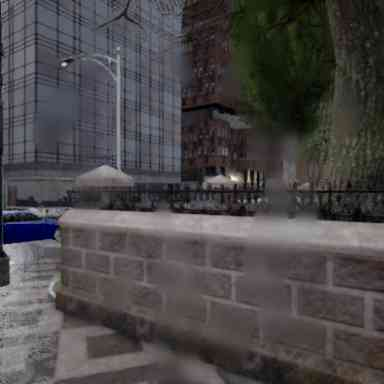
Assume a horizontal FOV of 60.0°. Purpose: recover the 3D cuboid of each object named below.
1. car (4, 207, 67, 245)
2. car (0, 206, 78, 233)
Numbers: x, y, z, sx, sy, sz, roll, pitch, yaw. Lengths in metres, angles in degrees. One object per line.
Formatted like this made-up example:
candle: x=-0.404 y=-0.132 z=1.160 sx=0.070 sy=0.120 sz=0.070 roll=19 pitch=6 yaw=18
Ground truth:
car: x=-7.607 y=1.537 z=14.413 sx=1.882 sy=1.535 sz=5.008 roll=-1 pitch=-1 yaw=29
car: x=-9.762 y=1.641 z=21.109 sx=2.008 sy=1.369 sz=4.403 roll=0 pitch=-1 yaw=36
